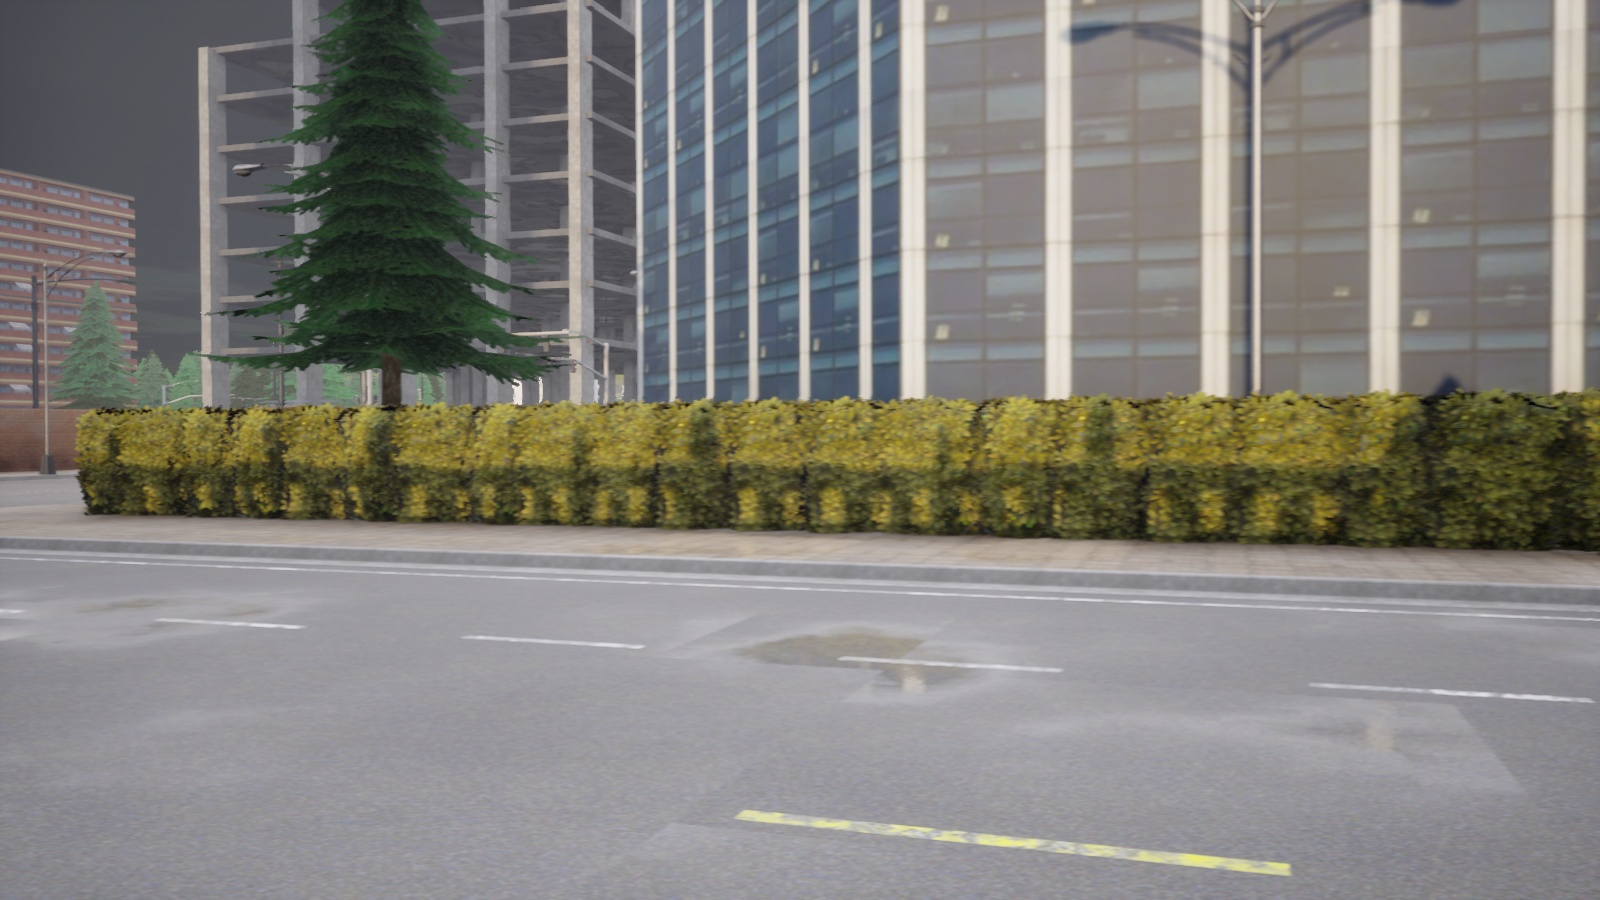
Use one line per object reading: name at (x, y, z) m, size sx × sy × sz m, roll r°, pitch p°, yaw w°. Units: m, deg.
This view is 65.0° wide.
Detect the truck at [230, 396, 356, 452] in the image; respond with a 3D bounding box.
truck at (-36.046, -1.848, 89.257) m, size 8.468 × 3.827 × 2.891 m, roll 1°, pitch 1°, yaw 19°
